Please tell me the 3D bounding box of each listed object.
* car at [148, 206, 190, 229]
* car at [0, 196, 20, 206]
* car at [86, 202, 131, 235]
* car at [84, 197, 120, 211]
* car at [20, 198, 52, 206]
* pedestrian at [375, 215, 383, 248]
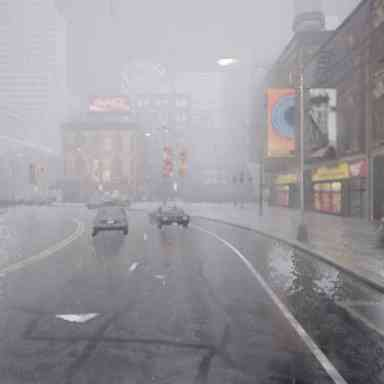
[{"bbox_3d":[-1.660,1.582,21.722,1.895,1.301,4.718,0,0,-17],"label":"car"},{"bbox_3d":[-29.251,1.440,53.634,4.674,1.452,2.002,0,0,20],"label":"car"},{"bbox_3d":[-4.606,1.519,18.787,2.033,1.411,5.357,0,0,-13],"label":"car"},{"bbox_3d":[-10.484,1.443,37.596,1.837,1.490,4.892,1,0,-42],"label":"car"},{"bbox_3d":[-23.948,1.518,51.463,4.718,1.301,1.895,0,0,30],"label":"car"},{"bbox_3d":[7.214,1.404,12.395,0.375,1.300,0.375,0,0,-3],"label":"pedestrian"}]
